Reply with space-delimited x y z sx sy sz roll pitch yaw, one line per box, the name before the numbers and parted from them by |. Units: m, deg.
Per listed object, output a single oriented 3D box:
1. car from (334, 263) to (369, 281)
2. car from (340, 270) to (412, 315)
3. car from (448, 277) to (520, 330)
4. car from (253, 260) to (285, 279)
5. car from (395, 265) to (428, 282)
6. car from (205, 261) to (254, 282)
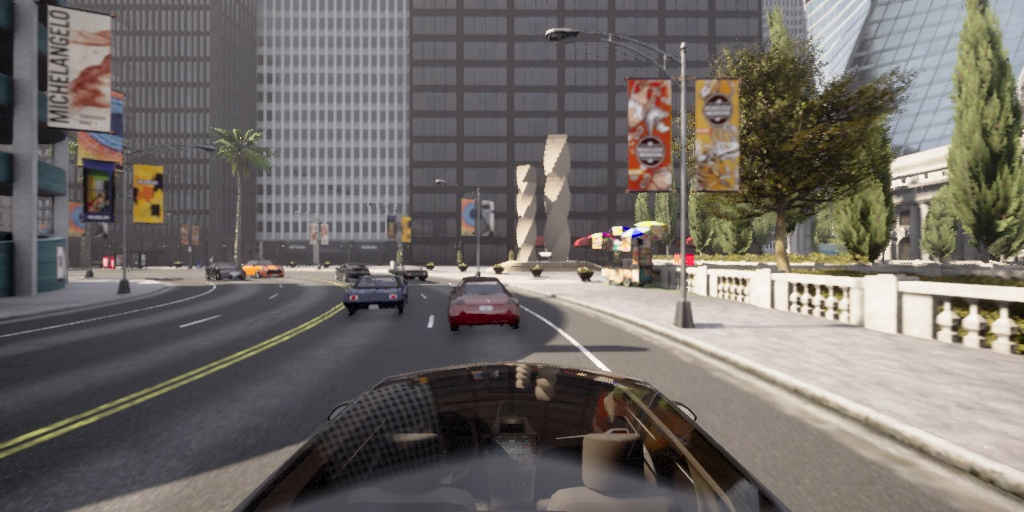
car | -13.119 1.316 29.328 1.837 1.490 4.892 1 -1 -39
car | -5.031 1.378 13.838 1.895 1.301 4.718 0 0 -14
car | -1.010 1.336 11.326 1.994 1.385 4.181 0 0 -10
car | -23.364 1.173 33.762 4.553 1.767 2.097 0 0 34
car | -8.527 1.411 29.120 1.895 1.301 4.718 0 0 -35
car | -23.933 1.304 29.937 4.902 1.511 2.128 0 0 36
